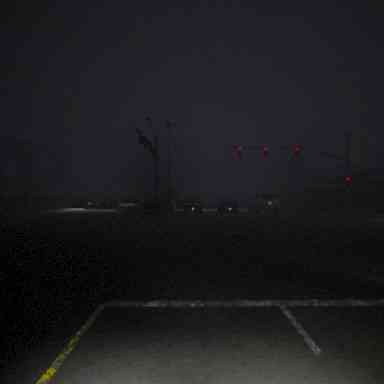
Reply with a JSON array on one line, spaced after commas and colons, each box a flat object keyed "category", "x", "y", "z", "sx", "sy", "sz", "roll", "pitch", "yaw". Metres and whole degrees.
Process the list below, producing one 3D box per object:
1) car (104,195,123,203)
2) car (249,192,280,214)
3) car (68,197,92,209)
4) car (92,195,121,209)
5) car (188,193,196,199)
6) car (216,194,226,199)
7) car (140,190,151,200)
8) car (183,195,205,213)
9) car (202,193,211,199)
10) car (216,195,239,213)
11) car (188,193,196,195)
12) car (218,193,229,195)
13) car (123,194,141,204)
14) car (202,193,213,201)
[{"category": "car", "x": -14.035, "y": 1.239, "z": 59.677, "sx": 2.033, "sy": 1.411, "sz": 5.357, "roll": 0, "pitch": 0, "yaw": 0}, {"category": "car", "x": 7.099, "y": 1.053, "z": 32.973, "sx": 2.150, "sy": 2.045, "sz": 5.566, "roll": 0, "pitch": 0, "yaw": 0}, {"category": "car", "x": -14.087, "y": 1.348, "z": 42.130, "sx": 1.994, "sy": 1.385, "sz": 4.181, "roll": 0, "pitch": 0, "yaw": 0}, {"category": "car", "x": -10.586, "y": 1.262, "z": 41.949, "sx": 1.882, "sy": 1.535, "sz": 5.008, "roll": 0, "pitch": 0, "yaw": 0}, {"category": "car", "x": -0.002, "y": 1.023, "z": 80.560, "sx": 1.994, "sy": 1.385, "sz": 4.181, "roll": 0, "pitch": 0, "yaw": 0}, {"category": "car", "x": 6.998, "y": 1.065, "z": 80.591, "sx": 1.895, "sy": 1.301, "sz": 4.718, "roll": 0, "pitch": 0, "yaw": 0}, {"category": "car", "x": -10.502, "y": 0.666, "z": 73.681, "sx": 2.150, "sy": 2.045, "sz": 5.566, "roll": 0, "pitch": 0, "yaw": 0}, {"category": "car", "x": 0.099, "y": 1.331, "z": 34.095, "sx": 1.837, "sy": 1.490, "sz": 4.892, "roll": 0, "pitch": 0, "yaw": 0}, {"category": "car", "x": 3.498, "y": 0.948, "z": 80.560, "sx": 1.882, "sy": 1.535, "sz": 5.008, "roll": 0, "pitch": 0, "yaw": 0}, {"category": "car", "x": 3.599, "y": 1.332, "z": 33.934, "sx": 1.837, "sy": 1.490, "sz": 4.892, "roll": 0, "pitch": 0, "yaw": 0}, {"category": "car", "x": -0.002, "y": 1.186, "z": 70.523, "sx": 1.994, "sy": 1.385, "sz": 4.181, "roll": 0, "pitch": 0, "yaw": 0}, {"category": "car", "x": 6.998, "y": 0.981, "z": 71.360, "sx": 2.097, "sy": 1.767, "sz": 4.553, "roll": 0, "pitch": 0, "yaw": 0}, {"category": "car", "x": -10.556, "y": 1.303, "z": 57.522, "sx": 1.895, "sy": 1.301, "sz": 4.718, "roll": 0, "pitch": 0, "yaw": 0}, {"category": "car", "x": 3.498, "y": 1.149, "z": 70.141, "sx": 2.128, "sy": 1.511, "sz": 4.902, "roll": 0, "pitch": 0, "yaw": 0}]
